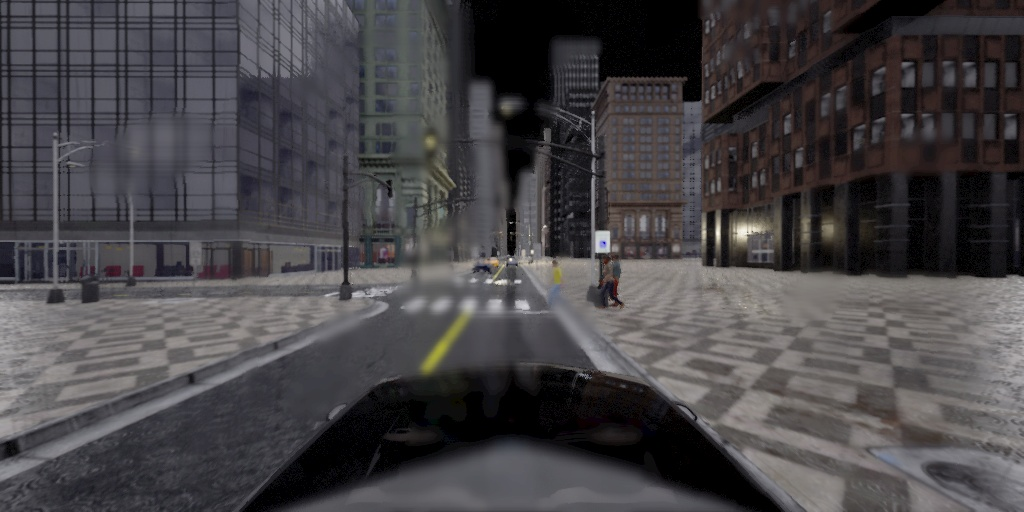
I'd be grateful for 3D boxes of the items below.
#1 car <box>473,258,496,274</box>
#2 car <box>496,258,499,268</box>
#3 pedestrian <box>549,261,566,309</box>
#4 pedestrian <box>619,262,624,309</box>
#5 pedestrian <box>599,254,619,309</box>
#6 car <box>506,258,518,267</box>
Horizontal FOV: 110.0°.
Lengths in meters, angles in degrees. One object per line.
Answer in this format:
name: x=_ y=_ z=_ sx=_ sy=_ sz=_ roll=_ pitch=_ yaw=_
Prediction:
car: x=-3.081 y=1.163 z=38.298 sx=1.895 sy=1.301 sz=4.718 roll=0 pitch=0 yaw=0
car: x=-3.049 y=0.966 z=54.336 sx=1.882 sy=1.535 sz=5.008 roll=0 pitch=0 yaw=1
pedestrian: x=1.662 y=0.985 z=13.088 sx=0.375 sy=1.860 sz=0.375 roll=0 pitch=0 yaw=0
pedestrian: x=3.595 y=0.836 z=12.532 sx=0.375 sy=1.860 sz=0.375 roll=0 pitch=0 yaw=0
pedestrian: x=3.200 y=0.837 z=11.858 sx=0.375 sy=1.860 sz=0.375 roll=0 pitch=0 yaw=0
car: x=0.011 y=1.034 z=58.317 sx=1.994 sy=1.385 sz=4.181 roll=0 pitch=0 yaw=0
